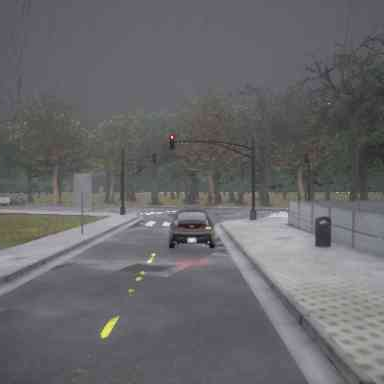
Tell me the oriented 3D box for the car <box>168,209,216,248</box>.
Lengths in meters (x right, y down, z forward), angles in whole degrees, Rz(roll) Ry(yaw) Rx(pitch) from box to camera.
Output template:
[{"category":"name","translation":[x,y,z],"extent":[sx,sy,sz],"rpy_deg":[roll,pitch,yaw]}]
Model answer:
[{"category":"car","translation":[0.000,1.517,14.650],"extent":[1.837,1.490,4.892],"rpy_deg":[0,0,0]}]

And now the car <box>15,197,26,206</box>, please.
[{"category":"car","translation":[-30.175,1.554,55.754],"extent":[4.902,1.511,2.128],"rpy_deg":[0,0,23]}]

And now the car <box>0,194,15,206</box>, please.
[{"category":"car","translation":[-31.490,1.305,52.783],"extent":[5.566,2.045,2.150],"rpy_deg":[0,0,23]}]
